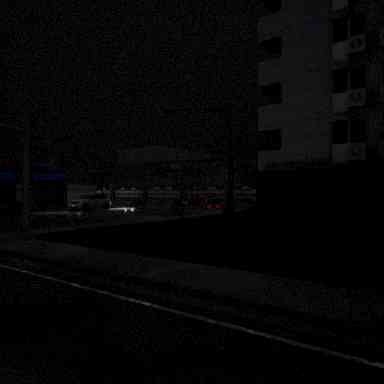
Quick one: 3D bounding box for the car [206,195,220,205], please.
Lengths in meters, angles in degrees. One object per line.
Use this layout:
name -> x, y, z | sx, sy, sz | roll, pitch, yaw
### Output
car -> 3.825, 1.526, 58.512 | 1.812, 1.442, 4.674 | 0, 0, 4

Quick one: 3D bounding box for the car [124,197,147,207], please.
car -> -8.442, 1.492, 50.036 | 2.128, 1.511, 4.902 | 0, 0, 15

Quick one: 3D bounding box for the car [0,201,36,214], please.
car -> -17.969, 1.601, 32.505 | 1.895, 1.301, 4.718 | 0, 0, 35

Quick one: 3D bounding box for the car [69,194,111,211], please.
car -> -12.386, 1.221, 40.759 | 2.150, 2.045, 5.566 | 0, 0, 29

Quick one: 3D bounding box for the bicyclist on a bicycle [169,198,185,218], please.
bicyclist on a bicycle -> -1.250, 1.301, 27.342 | 1.656, 1.620, 0.582 | 0, 0, 36

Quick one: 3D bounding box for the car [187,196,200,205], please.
car -> 0.352, 1.564, 59.102 | 1.994, 1.385, 4.181 | 0, 0, 4

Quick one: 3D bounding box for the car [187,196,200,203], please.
car -> 0.293, 1.564, 67.513 | 1.994, 1.385, 4.181 | 0, 0, -8

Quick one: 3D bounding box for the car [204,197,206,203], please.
car -> 3.835, 1.352, 67.370 | 2.097, 1.767, 4.553 | 0, 0, -8
